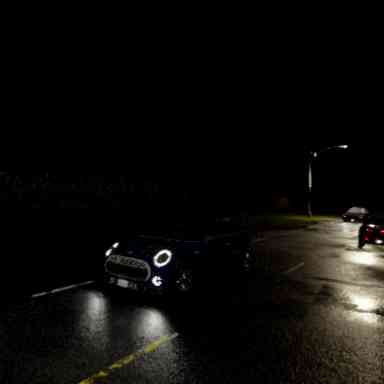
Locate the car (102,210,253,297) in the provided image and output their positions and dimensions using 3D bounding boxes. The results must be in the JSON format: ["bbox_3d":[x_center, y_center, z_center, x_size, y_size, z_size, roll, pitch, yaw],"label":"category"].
[{"bbox_3d":[-0.148,1.404,8.941,2.097,1.767,4.553,1,0,36],"label":"car"}]

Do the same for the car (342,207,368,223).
[{"bbox_3d":[15.732,2.160,31.458,2.033,1.411,5.357,1,0,36],"label":"car"}]

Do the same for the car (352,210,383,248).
[{"bbox_3d":[9.209,1.852,15.894,1.837,1.490,4.892,1,0,35],"label":"car"}]
